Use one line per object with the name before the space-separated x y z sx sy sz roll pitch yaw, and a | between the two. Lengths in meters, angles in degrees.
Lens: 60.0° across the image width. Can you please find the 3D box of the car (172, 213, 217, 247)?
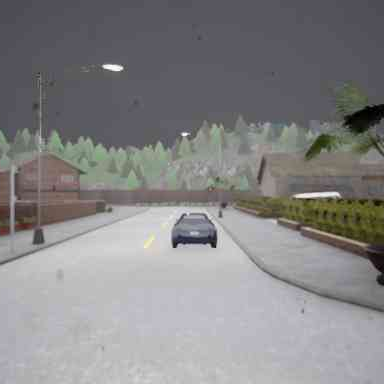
car | 0.102 1.665 15.555 1.994 1.385 4.181 0 0 0
